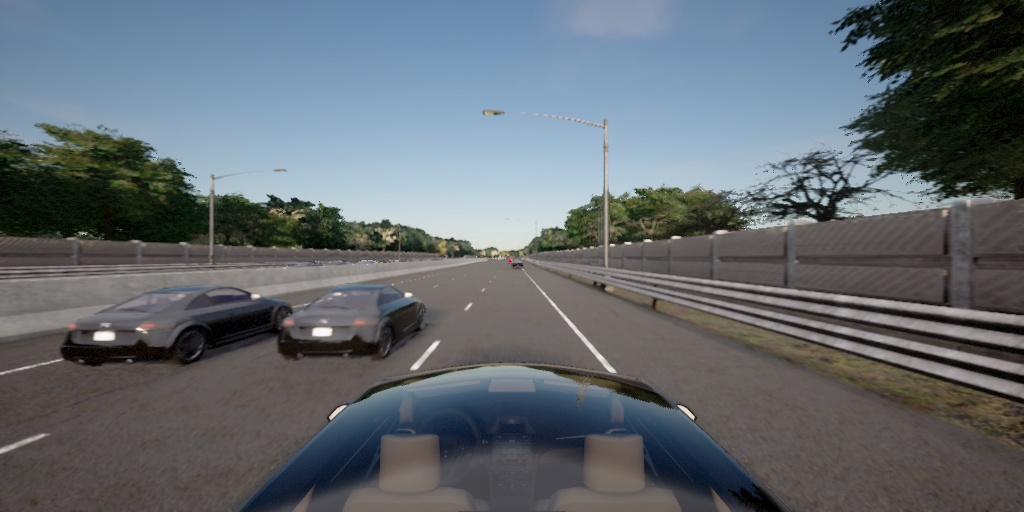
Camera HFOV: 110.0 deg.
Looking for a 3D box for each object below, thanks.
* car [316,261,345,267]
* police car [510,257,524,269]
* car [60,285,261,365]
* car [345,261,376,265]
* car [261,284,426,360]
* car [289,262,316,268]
[{"bbox_3d":[-21.068,1.396,43.240,1.837,1.490,4.892,0,0,0],"label":"car"},{"bbox_3d":[1.043,1.383,63.488,1.930,1.638,5.238,0,0,0],"label":"police car"},{"bbox_3d":[-6.900,1.336,8.076,1.994,1.385,4.181,0,0,0],"label":"car"},{"bbox_3d":[-17.569,1.368,42.807,1.882,1.535,5.008,0,0,0],"label":"car"},{"bbox_3d":[-3.400,1.337,8.429,1.994,1.385,4.181,0,0,0],"label":"car"},{"bbox_3d":[-24.559,1.437,42.823,2.033,1.411,5.357,0,0,1],"label":"car"}]
